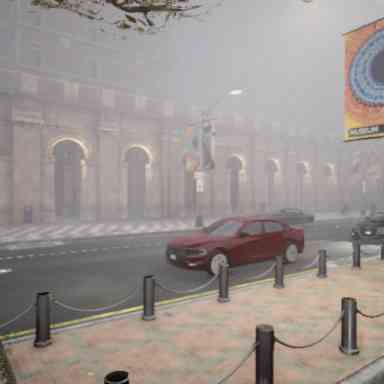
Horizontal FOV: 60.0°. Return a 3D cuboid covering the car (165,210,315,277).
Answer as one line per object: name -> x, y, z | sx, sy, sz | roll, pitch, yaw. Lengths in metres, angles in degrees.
car -> 1.519, 1.533, 10.600 | 5.008, 1.535, 1.882 | 1, 0, -35

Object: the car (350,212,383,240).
car -> 9.706, 1.695, 16.421 | 4.181, 1.385, 1.994 | 1, 0, -35

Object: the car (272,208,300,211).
car -> 5.915, 1.726, 21.906 | 4.718, 1.301, 1.895 | 1, 0, -36
